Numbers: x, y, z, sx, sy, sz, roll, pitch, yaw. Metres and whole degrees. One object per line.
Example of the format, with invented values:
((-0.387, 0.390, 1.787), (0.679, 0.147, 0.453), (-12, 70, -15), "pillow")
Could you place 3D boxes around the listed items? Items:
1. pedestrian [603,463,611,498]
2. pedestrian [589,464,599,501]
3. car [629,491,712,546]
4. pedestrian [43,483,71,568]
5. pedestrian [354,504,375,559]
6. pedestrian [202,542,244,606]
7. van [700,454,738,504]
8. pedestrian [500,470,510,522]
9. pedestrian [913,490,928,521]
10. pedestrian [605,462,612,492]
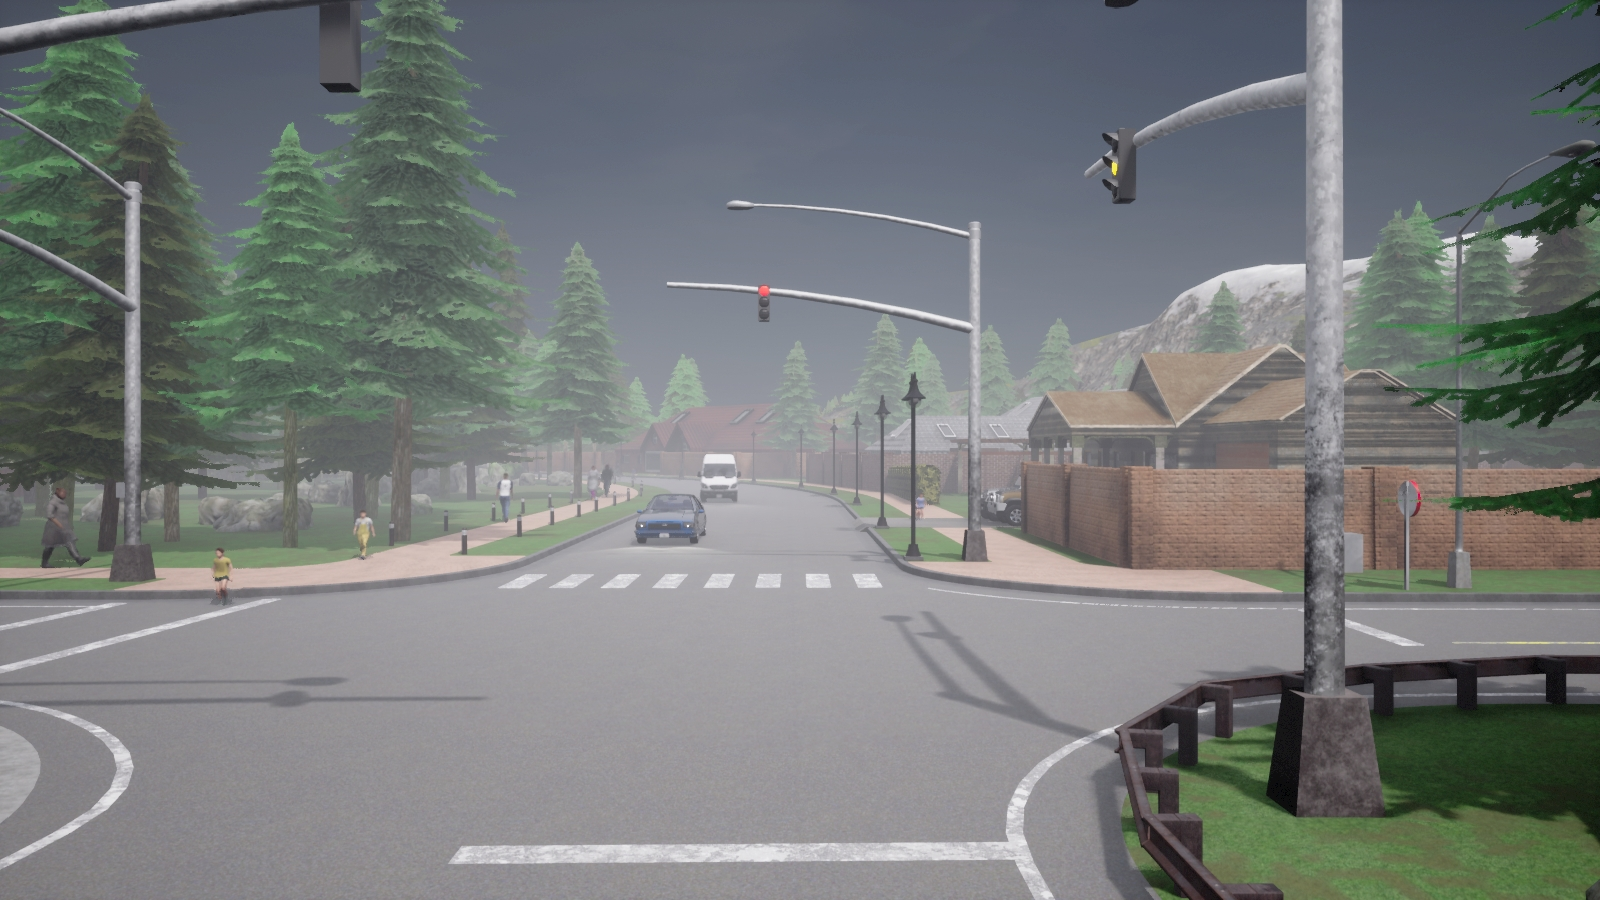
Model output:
((-10.495, 1.661, 62.124), (0.375, 1.860, 0.375), (0, 0, -6), "pedestrian")
((-10.510, 1.664, 58.295), (0.375, 1.860, 0.375), (0, 0, 7), "pedestrian")
((-3.930, 2.072, 35.589), (2.033, 1.411, 5.357), (0, 0, 0), "car")
((-16.499, 1.676, 25.376), (0.375, 1.860, 0.375), (0, 0, 1), "pedestrian")
((-10.401, 1.943, 27.282), (0.375, 1.300, 0.375), (0, 0, -6), "pedestrian")
((-10.309, 2.209, 20.428), (0.500, 1.100, 0.500), (0, 0, -3), "pedestrian")
((-4.362, 1.500, 61.864), (1.988, 2.561, 5.915), (0, 0, -4), "van")
((-10.727, 1.664, 41.550), (0.375, 1.860, 0.375), (0, 0, -15), "pedestrian")
((4.426, 2.046, 41.961), (0.500, 1.100, 0.500), (0, 0, -3), "pedestrian")
((-11.826, 1.662, 70.508), (0.375, 1.860, 0.375), (0, 0, -16), "pedestrian")
